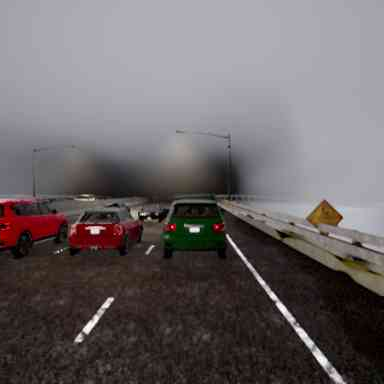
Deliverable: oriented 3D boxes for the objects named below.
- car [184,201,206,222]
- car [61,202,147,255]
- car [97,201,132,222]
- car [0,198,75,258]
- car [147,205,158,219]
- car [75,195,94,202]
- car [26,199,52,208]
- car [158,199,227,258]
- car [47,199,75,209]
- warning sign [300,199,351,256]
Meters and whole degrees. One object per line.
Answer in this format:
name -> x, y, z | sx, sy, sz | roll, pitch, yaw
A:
car -> 0.291, 1.641, 29.288 | 1.837, 1.490, 4.892 | 0, 0, 1
car -> -3.366, 1.418, 13.789 | 2.097, 1.767, 4.553 | 0, 0, 1
car -> -6.708, 1.643, 29.369 | 1.837, 1.490, 4.892 | 0, 0, 1
car -> -6.876, 1.287, 13.195 | 2.150, 2.045, 5.566 | 0, 0, 1
car -> -3.237, 1.729, 27.751 | 1.895, 1.301, 4.718 | 0, 0, 1
car -> -16.975, 1.452, 52.020 | 2.150, 2.045, 5.566 | 0, 0, 2
car -> -23.962, 1.835, 52.299 | 1.895, 1.301, 4.718 | 0, 0, 2
car -> 0.124, 1.286, 13.140 | 2.150, 2.045, 5.566 | 0, 0, 1
car -> -20.469, 1.780, 52.193 | 2.033, 1.411, 5.357 | 0, 0, 2
warning sign -> 4.580, 1.171, 11.495 | 1.300, 1.860, 1.060 | -1, -1, 0
